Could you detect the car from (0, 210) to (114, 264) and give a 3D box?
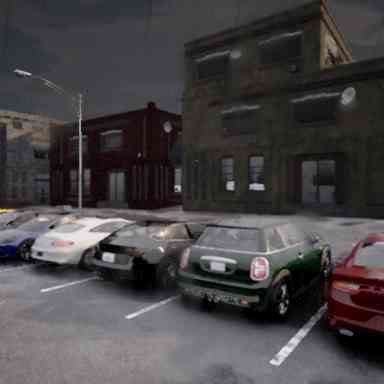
[{"bbox_3d":[-5.043,1.518,12.515,2.163,1.488,4.792,0,0,35],"label":"car"}]

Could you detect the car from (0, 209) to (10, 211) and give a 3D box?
[{"bbox_3d":[-7.286,1.524,14.115,2.163,1.488,4.792,0,0,35],"label":"car"}]

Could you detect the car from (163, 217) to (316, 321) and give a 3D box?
[{"bbox_3d":[1.691,1.355,7.710,2.185,1.767,4.553,0,0,35],"label":"car"}]

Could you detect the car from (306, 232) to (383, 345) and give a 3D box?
[{"bbox_3d":[3.951,1.480,6.130,2.097,1.535,5.008,0,0,35],"label":"car"}]

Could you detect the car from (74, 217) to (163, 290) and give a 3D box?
[{"bbox_3d":[-0.518,1.512,9.360,2.163,1.488,4.792,0,0,35],"label":"car"}]
